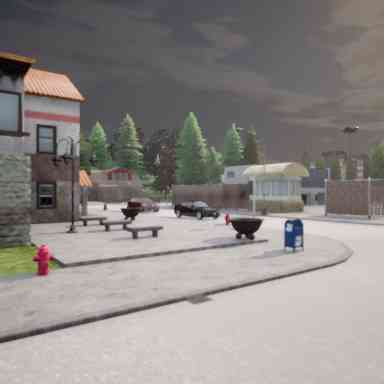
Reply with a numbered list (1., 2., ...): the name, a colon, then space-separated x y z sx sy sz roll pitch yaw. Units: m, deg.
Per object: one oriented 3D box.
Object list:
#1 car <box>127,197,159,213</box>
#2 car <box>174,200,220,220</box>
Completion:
1. car: -5.407 1.352 36.597 2.097 1.767 4.553 0 0 -35
2. car: 0.348 1.477 28.480 1.882 1.535 5.008 0 0 -35
